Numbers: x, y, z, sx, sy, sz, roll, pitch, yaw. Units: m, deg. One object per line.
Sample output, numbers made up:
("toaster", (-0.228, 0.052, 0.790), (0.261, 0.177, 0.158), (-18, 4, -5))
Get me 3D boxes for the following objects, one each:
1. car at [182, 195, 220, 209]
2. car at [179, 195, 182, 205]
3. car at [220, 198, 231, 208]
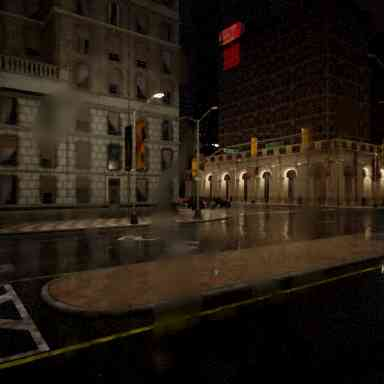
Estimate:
("car", (1.180, 1.352, 44.981), (2.097, 1.767, 4.553), (0, 0, -35))
("car", (-2.273, 1.352, 55.881), (2.097, 1.767, 4.553), (0, 0, -35))
("car", (3.475, 1.478, 47.786), (1.882, 1.535, 5.008), (0, 0, -36))
